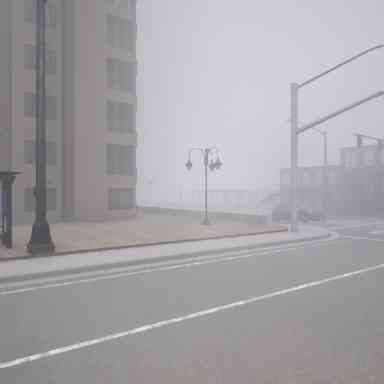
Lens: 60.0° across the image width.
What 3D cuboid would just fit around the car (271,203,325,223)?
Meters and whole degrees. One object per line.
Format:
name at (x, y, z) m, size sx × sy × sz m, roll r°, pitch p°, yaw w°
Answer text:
car at (9.178, 1.744, 29.127) m, size 2.097 × 1.767 × 4.553 m, roll 1°, pitch -5°, yaw -36°
